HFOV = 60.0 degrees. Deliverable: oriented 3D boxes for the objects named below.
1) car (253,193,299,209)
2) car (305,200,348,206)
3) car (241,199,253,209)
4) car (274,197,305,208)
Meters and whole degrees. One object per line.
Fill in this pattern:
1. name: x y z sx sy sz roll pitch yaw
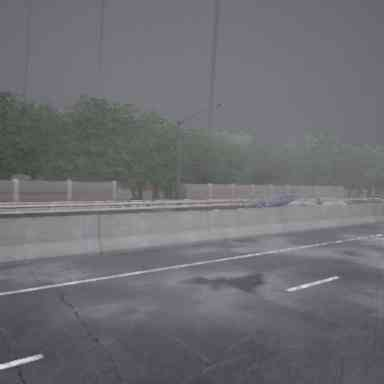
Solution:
1. car: 9.744 1.215 36.717 5.566 2.045 2.150 -1 1 -35
2. car: 12.683 1.526 30.222 4.674 1.442 1.812 0 0 -35
3. car: 7.775 1.507 38.724 4.892 1.490 1.837 0 0 -38
4. car: 10.694 1.526 33.100 4.674 1.442 1.812 0 0 -35
